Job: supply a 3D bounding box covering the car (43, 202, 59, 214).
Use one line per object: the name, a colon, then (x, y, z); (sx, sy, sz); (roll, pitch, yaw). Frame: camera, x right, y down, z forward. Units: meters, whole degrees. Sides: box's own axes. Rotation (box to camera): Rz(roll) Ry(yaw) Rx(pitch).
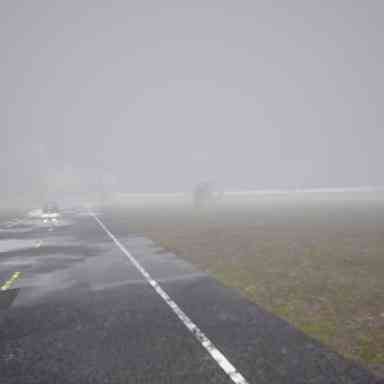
car: (-20.064, 2.208, 47.267); (2.128, 1.511, 4.902); (-3, 0, -19)
